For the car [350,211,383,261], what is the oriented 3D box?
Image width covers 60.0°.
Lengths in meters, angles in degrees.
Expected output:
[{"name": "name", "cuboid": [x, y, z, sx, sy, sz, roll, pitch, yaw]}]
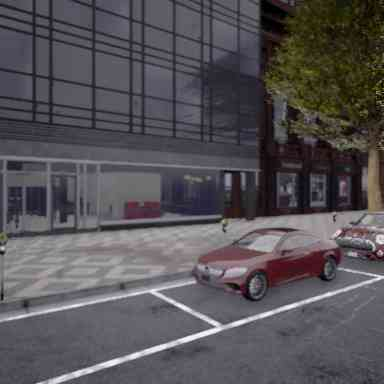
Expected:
[{"name": "car", "cuboid": [6.599, 1.394, 11.452, 4.097, 1.590, 1.967, 0, 0, -35]}]

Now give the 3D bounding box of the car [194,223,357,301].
[{"name": "car", "cuboid": [2.004, 1.556, 8.185, 4.206, 1.307, 1.802, 0, 0, -35]}]
